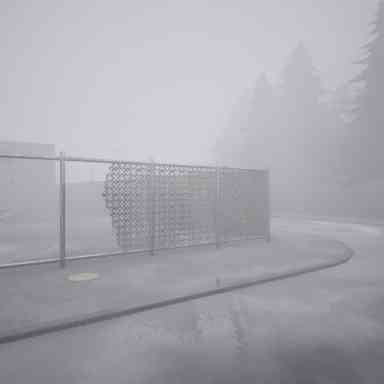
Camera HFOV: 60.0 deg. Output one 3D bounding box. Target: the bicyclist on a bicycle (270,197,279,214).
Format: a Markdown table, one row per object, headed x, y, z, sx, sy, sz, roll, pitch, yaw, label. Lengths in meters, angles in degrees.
| x | y | z | sx | sy | sz | roll | pitch | yaw | label |
| --- | --- | --- | --- | --- | --- | --- | --- | --- | --- |
| 7.935 | 1.349 | 32.468 | 1.656 | 1.620 | 0.582 | 0 | 0 | -36 | bicyclist on a bicycle |
